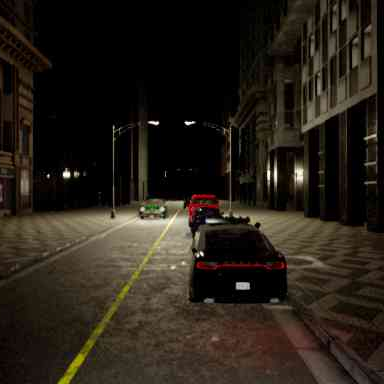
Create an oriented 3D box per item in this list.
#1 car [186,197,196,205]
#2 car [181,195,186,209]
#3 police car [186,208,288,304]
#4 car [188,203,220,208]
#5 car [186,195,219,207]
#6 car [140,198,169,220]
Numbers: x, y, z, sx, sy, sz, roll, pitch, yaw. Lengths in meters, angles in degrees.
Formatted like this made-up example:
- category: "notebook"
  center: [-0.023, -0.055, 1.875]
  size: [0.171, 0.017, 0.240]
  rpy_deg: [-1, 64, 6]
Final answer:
- category: "car"
  center: [-0.175, 1.690, 61.822]
  size: [1.895, 1.301, 4.718]
  rpy_deg: [0, 0, 0]
- category: "car"
  center: [-0.099, 1.403, 46.054]
  size: [2.097, 1.767, 4.553]
  rpy_deg: [0, 0, 0]
- category: "police car"
  center: [0.877, 1.427, 8.357]
  size: [1.930, 1.638, 5.238]
  rpy_deg: [0, 0, 0]
- category: "car"
  center: [0.849, 1.534, 18.248]
  size: [1.812, 1.442, 4.674]
  rpy_deg: [0, 0, 0]
- category: "car"
  center: [0.832, 1.239, 24.279]
  size: [2.150, 2.045, 5.566]
  rpy_deg: [0, 0, 0]
- category: "car"
  center: [-3.181, 1.371, 28.562]
  size: [2.097, 1.767, 4.553]
  rpy_deg: [0, 0, 0]
